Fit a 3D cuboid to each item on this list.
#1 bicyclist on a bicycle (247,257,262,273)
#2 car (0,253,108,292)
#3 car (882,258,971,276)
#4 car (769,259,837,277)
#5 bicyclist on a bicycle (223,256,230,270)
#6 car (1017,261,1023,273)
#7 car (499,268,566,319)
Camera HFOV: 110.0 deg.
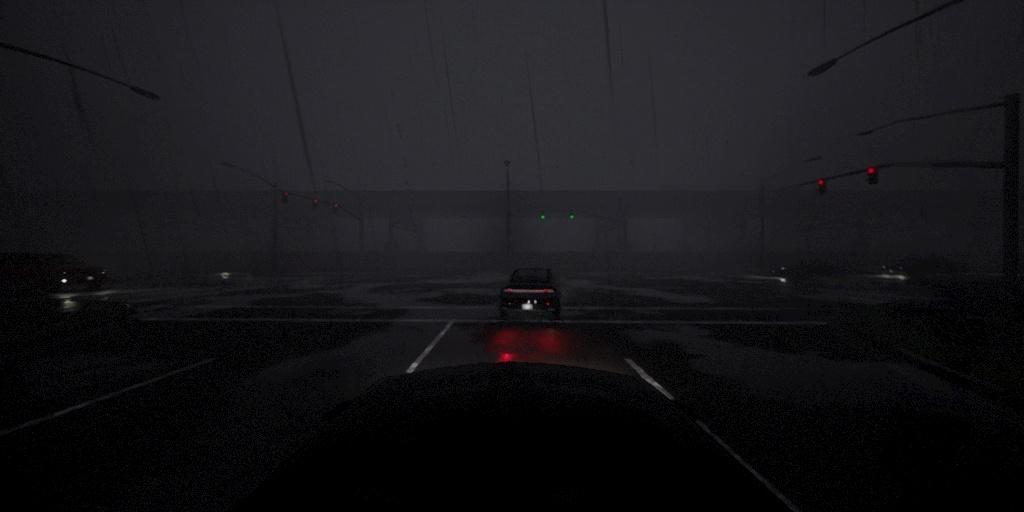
[{"bbox_3d":[-27.053,0.939,37.647,0.582,1.620,1.656,0,1,14],"label":"bicyclist on a bicycle"},{"bbox_3d":[-25.630,0.840,19.650,5.566,2.045,2.150,0,0,4],"label":"car"},{"bbox_3d":[33.172,0.845,28.756,5.357,1.411,2.033,-1,0,2],"label":"car"},{"bbox_3d":[23.497,0.936,29.020,4.674,1.442,1.812,-1,0,2],"label":"car"},{"bbox_3d":[-31.605,0.772,39.734,0.582,1.620,1.656,0,1,-33],"label":"bicyclist on a bicycle"},{"bbox_3d":[42.888,0.669,28.495,4.674,1.442,1.812,-1,0,2],"label":"car"},{"bbox_3d":[0.788,1.152,12.373,2.128,1.511,4.902,0,1,9],"label":"car"}]
